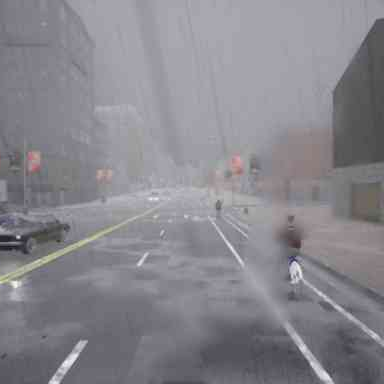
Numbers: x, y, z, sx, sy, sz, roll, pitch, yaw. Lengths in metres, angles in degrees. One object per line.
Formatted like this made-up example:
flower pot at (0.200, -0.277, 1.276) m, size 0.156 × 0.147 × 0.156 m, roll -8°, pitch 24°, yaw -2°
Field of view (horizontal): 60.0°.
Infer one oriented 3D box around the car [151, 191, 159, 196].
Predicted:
car at (-9.985, 0.403, 89.351) m, size 1.895 × 1.301 × 4.718 m, roll 0°, pitch 1°, yaw 0°

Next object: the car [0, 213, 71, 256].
car at (-6.630, 1.622, 13.436) m, size 1.895 × 1.301 × 4.718 m, roll 0°, pitch 0°, yaw 0°

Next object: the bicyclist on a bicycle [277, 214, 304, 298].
bicyclist on a bicycle at (2.232, 1.388, 7.724) m, size 0.659 × 1.776 × 1.843 m, roll 0°, pitch 0°, yaw 0°

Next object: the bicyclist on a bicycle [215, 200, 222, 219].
bicyclist on a bicycle at (2.181, 1.464, 27.253) m, size 0.582 × 1.620 × 1.656 m, roll 0°, pitch 0°, yaw 0°

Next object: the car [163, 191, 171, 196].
car at (-6.735, 0.347, 89.389) m, size 2.033 × 1.411 × 5.357 m, roll 0°, pitch 1°, yaw 0°

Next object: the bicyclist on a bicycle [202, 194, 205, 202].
bicyclist on a bicycle at (2.092, 1.204, 62.175) m, size 0.866 × 1.612 × 1.509 m, roll 0°, pitch 1°, yaw 0°

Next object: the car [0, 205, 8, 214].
car at (-9.880, 1.373, 14.728) m, size 2.097 × 1.767 × 4.553 m, roll 0°, pitch 0°, yaw 0°
